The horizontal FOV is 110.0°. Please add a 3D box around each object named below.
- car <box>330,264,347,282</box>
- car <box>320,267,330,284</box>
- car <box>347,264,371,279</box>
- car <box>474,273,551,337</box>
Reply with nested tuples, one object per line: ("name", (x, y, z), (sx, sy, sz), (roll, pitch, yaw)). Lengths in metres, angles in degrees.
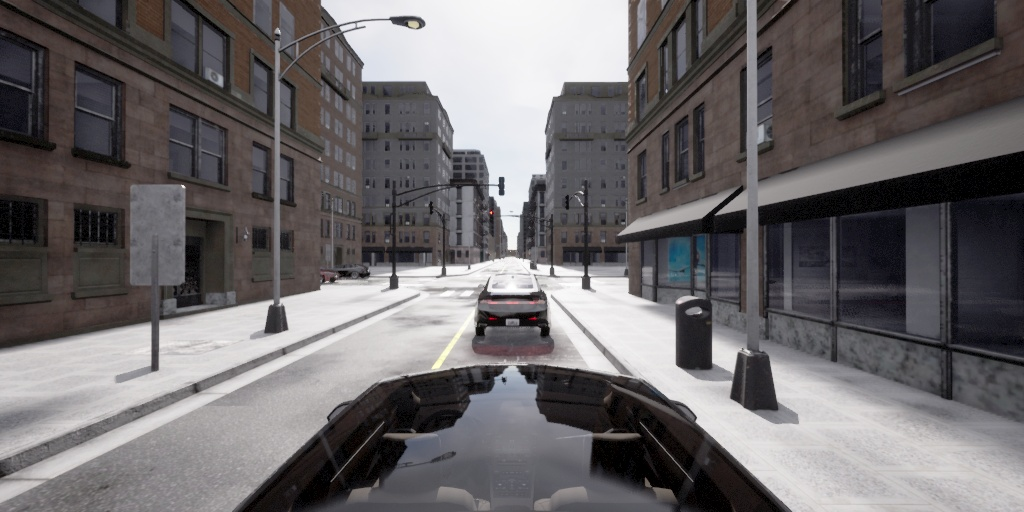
("car", (-14.743, 1.297, 26.031), (4.181, 1.385, 1.994), (0, 0, 0))
("car", (-14.713, 1.287, 23.487), (4.313, 1.339, 1.948), (0, 0, 0))
("car", (-14.686, 1.327, 31.513), (4.313, 1.339, 1.948), (0, 0, 0))
("car", (0.022, 1.241, 10.302), (2.128, 1.511, 4.902), (0, 0, 0))
